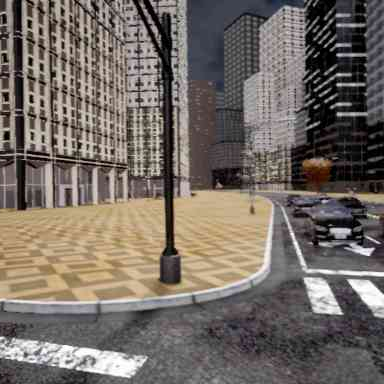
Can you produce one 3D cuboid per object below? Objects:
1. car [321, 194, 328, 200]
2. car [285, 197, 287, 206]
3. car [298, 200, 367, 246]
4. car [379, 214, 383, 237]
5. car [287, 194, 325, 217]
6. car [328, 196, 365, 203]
[{"bbox_3d":[15.756,0.952,40.530,2.128,1.511,4.902,-1,0,13],"label":"car"},{"bbox_3d":[12.487,1.006,40.828,1.837,1.490,4.892,-1,0,13],"label":"car"},{"bbox_3d":[6.004,1.324,14.479,2.128,1.511,4.902,-1,1,14],"label":"car"},{"bbox_3d":[9.138,1.325,13.621,1.812,1.442,4.674,-1,1,14],"label":"car"},{"bbox_3d":[9.190,1.163,27.287,2.128,1.511,4.902,-1,1,14],"label":"car"},{"bbox_3d":[12.245,1.148,26.100,1.837,1.490,4.892,-1,0,14],"label":"car"}]
